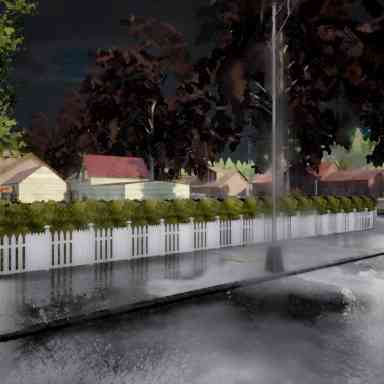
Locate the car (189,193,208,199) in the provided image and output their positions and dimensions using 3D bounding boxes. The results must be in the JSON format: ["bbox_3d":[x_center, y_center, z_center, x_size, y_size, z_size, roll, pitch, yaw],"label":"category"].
[{"bbox_3d":[1.069,1.223,45.771,2.150,2.045,5.566,0,0,-35],"label":"car"}]

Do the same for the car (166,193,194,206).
[{"bbox_3d":[-2.191,1.221,57.456,2.150,2.045,5.566,0,0,-35],"label":"car"}]
